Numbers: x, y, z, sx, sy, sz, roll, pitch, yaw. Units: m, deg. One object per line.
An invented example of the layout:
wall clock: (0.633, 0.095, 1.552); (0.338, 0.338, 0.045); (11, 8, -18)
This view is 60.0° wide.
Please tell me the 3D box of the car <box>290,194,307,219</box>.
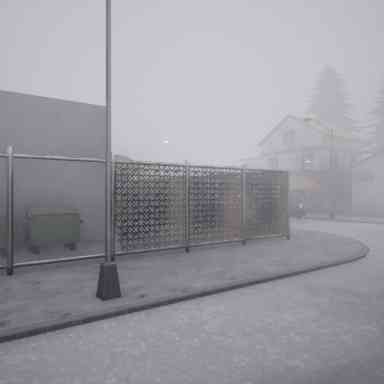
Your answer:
car: (7.074, 1.221, 28.162); (2.150, 2.045, 5.566); (0, 0, -31)
